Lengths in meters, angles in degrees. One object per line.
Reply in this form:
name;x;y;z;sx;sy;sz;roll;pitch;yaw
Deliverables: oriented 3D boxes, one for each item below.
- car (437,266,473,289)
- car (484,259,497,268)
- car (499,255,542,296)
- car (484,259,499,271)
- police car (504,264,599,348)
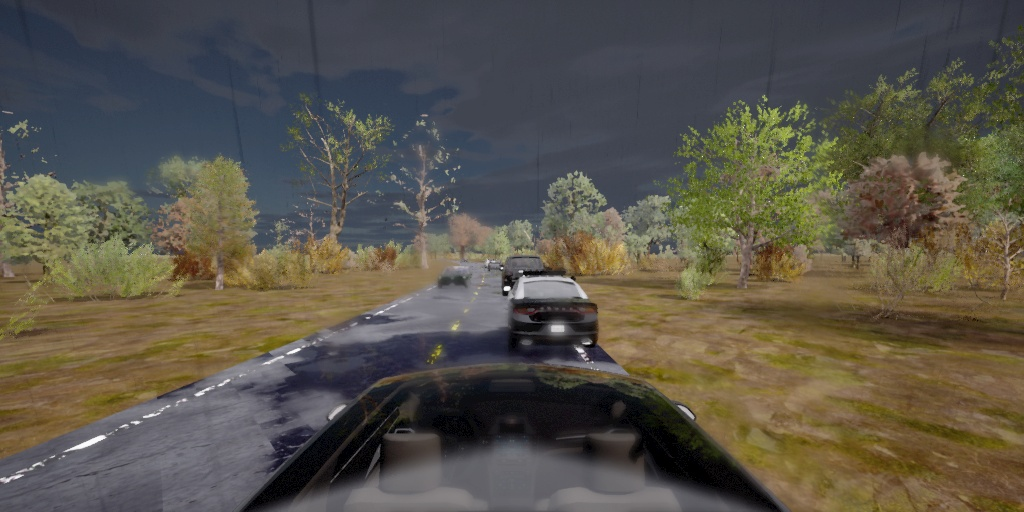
car;-3.581;1.349;23.085;1.895;1.301;4.718;0;0;-3
car;-3.593;1.278;59.828;1.812;1.442;4.674;0;0;-8
car;0.531;0.972;19.343;2.150;2.045;5.566;0;0;-2
car;-2.312;1.240;48.030;2.128;1.511;4.902;0;0;-5
police car;0.820;1.174;9.378;1.930;1.638;5.238;0;0;-1
